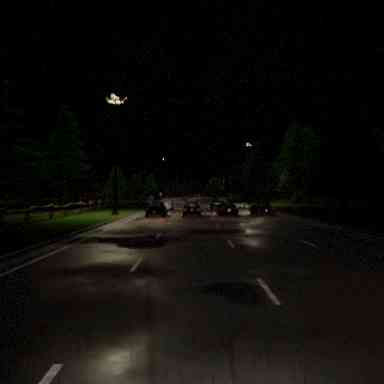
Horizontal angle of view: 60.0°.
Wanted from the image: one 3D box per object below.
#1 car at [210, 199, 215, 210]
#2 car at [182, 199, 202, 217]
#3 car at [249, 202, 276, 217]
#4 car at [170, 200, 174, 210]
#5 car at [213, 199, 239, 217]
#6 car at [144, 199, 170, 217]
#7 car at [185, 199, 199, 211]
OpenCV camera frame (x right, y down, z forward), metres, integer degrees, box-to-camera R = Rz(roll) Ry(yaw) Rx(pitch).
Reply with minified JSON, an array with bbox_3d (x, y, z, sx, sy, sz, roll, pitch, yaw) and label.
[{"bbox_3d":[3.522,1.689,45.497,2.128,1.511,4.902,0,0,0],"label":"car"},{"bbox_3d":[-0.002,1.688,32.586,2.033,1.411,5.357,0,0,0],"label":"car"},{"bbox_3d":[7.000,1.707,33.248,1.994,1.385,4.181,0,0,0],"label":"car"},{"bbox_3d":[-3.474,1.723,45.895,1.812,1.442,4.674,0,0,1],"label":"car"},{"bbox_3d":[3.502,1.708,33.439,1.994,1.385,4.181,0,0,0],"label":"car"},{"bbox_3d":[-3.501,1.668,33.045,1.812,1.442,4.674,0,0,0],"label":"car"},{"bbox_3d":[0.025,1.723,45.906,1.812,1.442,4.674,0,0,1],"label":"car"}]
